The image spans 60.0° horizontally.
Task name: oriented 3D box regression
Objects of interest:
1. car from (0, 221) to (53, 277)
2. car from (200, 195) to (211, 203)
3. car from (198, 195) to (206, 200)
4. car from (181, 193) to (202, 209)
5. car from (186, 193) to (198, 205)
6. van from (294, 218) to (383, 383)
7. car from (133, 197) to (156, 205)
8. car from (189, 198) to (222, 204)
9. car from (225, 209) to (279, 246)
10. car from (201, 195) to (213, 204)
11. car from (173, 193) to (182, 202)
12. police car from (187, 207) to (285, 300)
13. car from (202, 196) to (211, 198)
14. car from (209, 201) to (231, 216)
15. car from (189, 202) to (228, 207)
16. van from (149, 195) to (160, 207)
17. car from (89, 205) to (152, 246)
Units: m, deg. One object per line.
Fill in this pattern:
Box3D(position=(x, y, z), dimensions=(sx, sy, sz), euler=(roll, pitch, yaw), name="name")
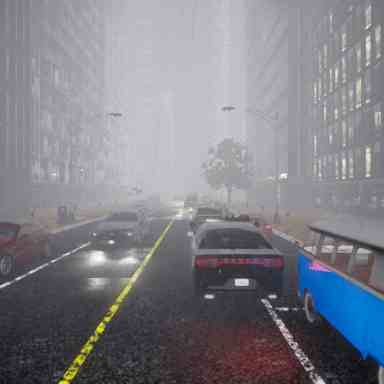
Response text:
Box3D(position=(-5.692, 1.582, 10.142), dimensions=(1.802, 1.307, 4.206), euler=(0, 0, 0), name="car")
Box3D(position=(2.678, 1.401, 67.065), dimensions=(1.967, 1.590, 4.097), euler=(0, 0, 0), name="car")
Box3D(position=(2.674, 1.462, 89.836), dimensions=(1.887, 1.381, 4.507), euler=(0, 0, 0), name="car")
Box3D(position=(0.002, 1.344, 45.578), dimensions=(2.097, 1.767, 4.553), euler=(0, 0, 1), name="car")
Box3D(position=(-0.012, 1.195, 59.244), dimensions=(2.150, 2.045, 5.566), euler=(0, 0, 0), name="car")
Box3D(position=(2.690, 1.341, 4.449), dimensions=(1.690, 1.788, 3.998), euler=(0, 0, 0), name="van")
Box3D(position=(-5.698, 1.548, 38.605), dimensions=(2.008, 1.369, 4.403), euler=(0, 0, 0), name="car")
Box3D(position=(0.895, 1.455, 24.658), dimensions=(1.801, 1.575, 5.366), euler=(0, 0, 0), name="car")
Box3D(position=(2.687, 1.581, 15.833), dimensions=(1.802, 1.307, 4.206), euler=(0, 0, 0), name="car")
Box3D(position=(2.679, 1.410, 61.373), dimensions=(1.967, 1.590, 4.097), euler=(0, 0, 0), name="car")
Box3D(position=(-3.015, 1.170, 74.187), dimensions=(2.150, 2.045, 5.566), euler=(0, 0, 0), name="car")
Box3D(position=(0.899, 1.425, 8.578), dimensions=(1.930, 1.638, 5.238), euler=(0, 0, 0), name="police car")
Box3D(position=(2.682, 1.544, 44.296), dimensions=(2.008, 1.369, 4.403), euler=(0, 0, 0), name="car")
Box3D(position=(2.684, 1.581, 32.911), dimensions=(1.802, 1.307, 4.206), euler=(0, 0, 0), name="car")
Box3D(position=(0.896, 1.505, 18.468), dimensions=(1.837, 1.490, 4.892), euler=(0, 0, 0), name="car")
Box3D(position=(-5.699, 1.328, 49.990), dimensions=(1.690, 1.788, 3.998), euler=(0, 0, 0), name="van")
Box3D(position=(-3.102, 1.547, 15.464), dimensions=(2.033, 1.411, 5.357), euler=(0, 0, 0), name="car")
